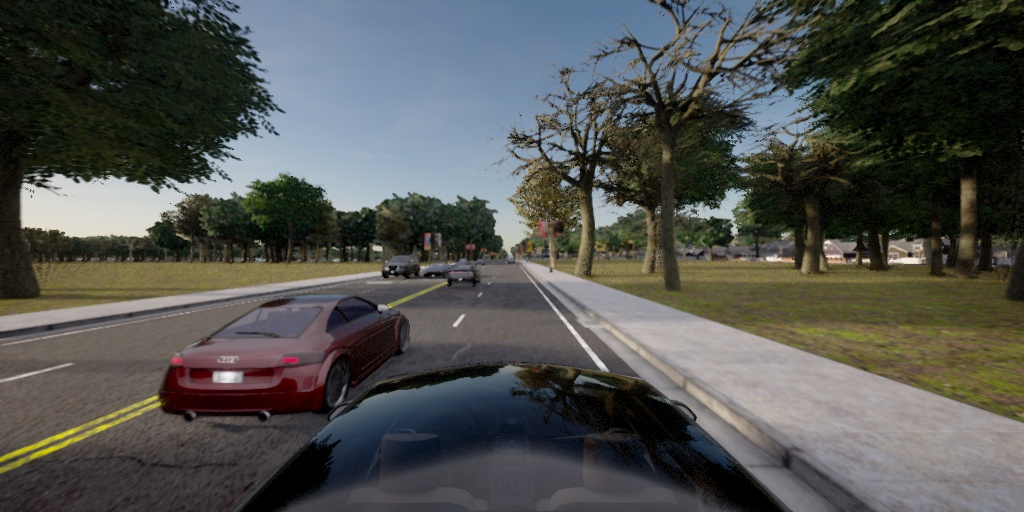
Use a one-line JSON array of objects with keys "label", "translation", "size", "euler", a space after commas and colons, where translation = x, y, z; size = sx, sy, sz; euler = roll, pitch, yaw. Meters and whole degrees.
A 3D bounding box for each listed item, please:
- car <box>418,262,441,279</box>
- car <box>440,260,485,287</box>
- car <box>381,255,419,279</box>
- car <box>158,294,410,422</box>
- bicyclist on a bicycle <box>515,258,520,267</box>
[{"label": "car", "translation": [-6.609, 1.282, 32.720], "size": [2.033, 1.411, 5.357], "euler": [0, 0, 0]}, {"label": "car", "translation": [-3.159, 1.228, 24.381], "size": [2.128, 1.511, 4.902], "euler": [0, 0, 0]}, {"label": "car", "translation": [-9.858, 0.952, 32.327], "size": [2.150, 2.045, 5.566], "euler": [0, 0, 0]}, {"label": "car", "translation": [-3.151, 1.310, 5.983], "size": [1.994, 1.385, 4.181], "euler": [0, 0, 0]}, {"label": "bicyclist on a bicycle", "translation": [0.878, 1.165, 60.278], "size": [0.866, 1.612, 1.509], "euler": [0, 3, -1]}]
